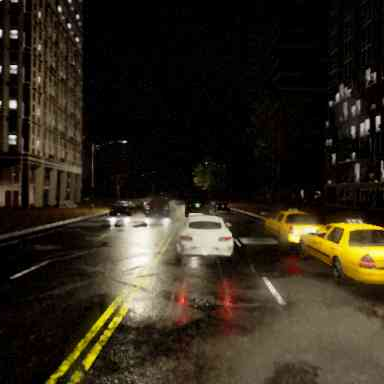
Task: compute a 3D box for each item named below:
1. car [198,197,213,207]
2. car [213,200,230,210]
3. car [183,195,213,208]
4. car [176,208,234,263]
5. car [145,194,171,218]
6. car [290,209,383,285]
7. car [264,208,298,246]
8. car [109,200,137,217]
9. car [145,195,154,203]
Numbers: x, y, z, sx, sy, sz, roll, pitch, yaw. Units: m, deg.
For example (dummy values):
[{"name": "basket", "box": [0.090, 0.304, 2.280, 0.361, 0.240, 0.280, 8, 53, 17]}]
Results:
[{"name": "car", "box": [2.180, 1.642, 55.083, 1.812, 1.442, 4.674, 1, 0, -6]}, {"name": "car", "box": [3.286, 1.649, 39.473, 2.033, 1.411, 5.357, 1, 0, -3]}, {"name": "car", "box": [0.405, 1.267, 30.656, 2.150, 2.045, 5.566, 1, 0, -2]}, {"name": "car", "box": [0.448, 1.546, 12.077, 1.812, 1.442, 4.674, 1, 0, 1]}, {"name": "car", "box": [-3.051, 1.347, 30.334, 2.097, 1.767, 4.553, 1, 0, -2]}, {"name": "car", "box": [4.558, 1.533, 9.656, 1.801, 1.575, 5.366, 1, 0, 2]}, {"name": "car", "box": [4.681, 1.542, 15.750, 1.801, 1.575, 5.366, 1, 0, 1]}, {"name": "car", "box": [-6.305, 1.497, 31.032, 2.033, 1.411, 5.357, 1, 0, -2]}, {"name": "car", "box": [-9.155, 1.511, 72.114, 1.812, 1.442, 4.674, 1, 0, -4]}]
